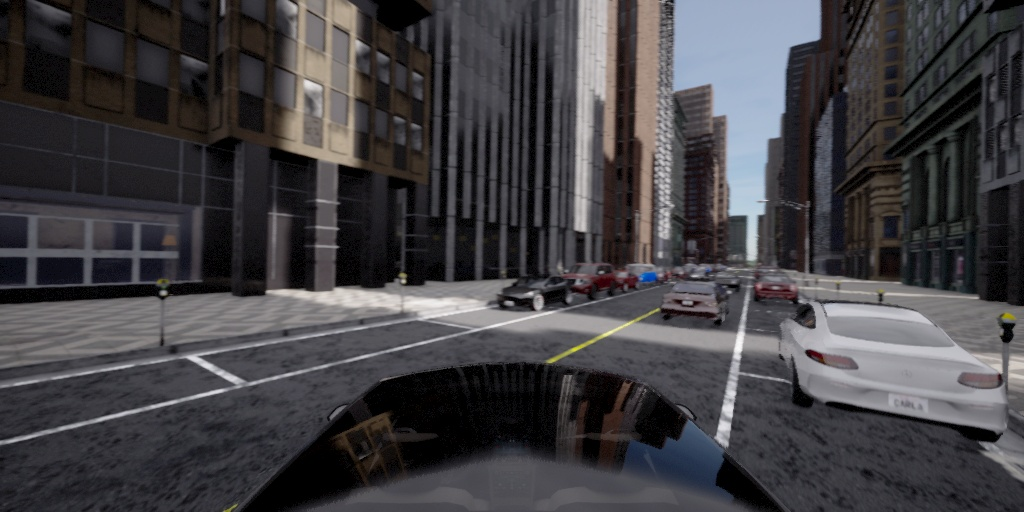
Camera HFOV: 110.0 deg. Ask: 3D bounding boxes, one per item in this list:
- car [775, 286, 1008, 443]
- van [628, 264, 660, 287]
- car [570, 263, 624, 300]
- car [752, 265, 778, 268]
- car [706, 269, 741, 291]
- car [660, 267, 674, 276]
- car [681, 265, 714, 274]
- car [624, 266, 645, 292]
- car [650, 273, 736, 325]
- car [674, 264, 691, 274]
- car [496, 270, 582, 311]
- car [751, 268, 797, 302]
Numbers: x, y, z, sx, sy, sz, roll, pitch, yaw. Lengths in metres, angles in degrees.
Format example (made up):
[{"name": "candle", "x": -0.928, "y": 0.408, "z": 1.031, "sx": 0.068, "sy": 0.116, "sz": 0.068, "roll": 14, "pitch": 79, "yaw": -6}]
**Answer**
[{"name": "car", "x": 5.496, "y": 1.440, "z": 5.728, "sx": 1.812, "sy": 1.442, "sz": 4.674, "roll": 1, "pitch": 0, "yaw": 34}, {"name": "van", "x": 10.517, "y": 1.546, "z": 29.230, "sx": 1.690, "sy": 1.789, "sz": 3.998, "roll": 0, "pitch": 0, "yaw": 34}, {"name": "car", "x": 4.238, "y": 1.298, "z": 19.869, "sx": 2.192, "sy": 1.841, "sz": 5.009, "roll": 0, "pitch": 0, "yaw": 34}, {"name": "car", "x": 20.739, "y": 1.772, "z": 29.167, "sx": 2.192, "sy": 1.841, "sz": 5.009, "roll": 0, "pitch": 0, "yaw": 34}, {"name": "car", "x": 16.456, "y": 1.940, "z": 27.543, "sx": 1.895, "sy": 1.301, "sz": 4.718, "roll": 1, "pitch": 0, "yaw": 34}, {"name": "car", "x": 13.656, "y": 1.756, "z": 33.910, "sx": 1.967, "sy": 1.591, "sz": 4.097, "roll": 0, "pitch": 0, "yaw": 34}, {"name": "car", "x": 19.845, "y": 1.992, "z": 38.247, "sx": 2.128, "sy": 1.511, "sz": 4.902, "roll": 1, "pitch": -1, "yaw": 34}, {"name": "car", "x": 7.377, "y": 1.639, "z": 24.550, "sx": 1.888, "sy": 1.381, "sz": 4.507, "roll": 0, "pitch": 0, "yaw": 34}, {"name": "car", "x": 6.862, "y": 1.549, "z": 13.239, "sx": 2.033, "sy": 1.411, "sz": 5.357, "roll": 1, "pitch": 0, "yaw": 34}, {"name": "car", "x": 19.935, "y": 1.977, "z": 43.271, "sx": 1.967, "sy": 1.591, "sz": 4.097, "roll": 0, "pitch": 0, "yaw": 34}, {"name": "car", "x": 1.099, "y": 1.439, "z": 15.189, "sx": 1.948, "sy": 1.339, "sz": 4.313, "roll": 0, "pitch": 0, "yaw": 34}, {"name": "car", "x": 14.460, "y": 1.675, "z": 19.807, "sx": 1.967, "sy": 1.591, "sz": 4.097, "roll": 0, "pitch": 0, "yaw": 34}]
